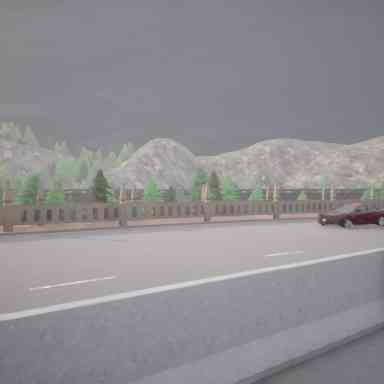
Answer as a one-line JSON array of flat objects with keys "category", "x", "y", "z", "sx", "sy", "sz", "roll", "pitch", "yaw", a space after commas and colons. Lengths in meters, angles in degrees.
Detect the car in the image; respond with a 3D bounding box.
[{"category": "car", "x": 10.447, "y": 1.477, "z": 21.496, "sx": 5.008, "sy": 1.535, "sz": 1.882, "roll": 0, "pitch": 0, "yaw": -24}]
